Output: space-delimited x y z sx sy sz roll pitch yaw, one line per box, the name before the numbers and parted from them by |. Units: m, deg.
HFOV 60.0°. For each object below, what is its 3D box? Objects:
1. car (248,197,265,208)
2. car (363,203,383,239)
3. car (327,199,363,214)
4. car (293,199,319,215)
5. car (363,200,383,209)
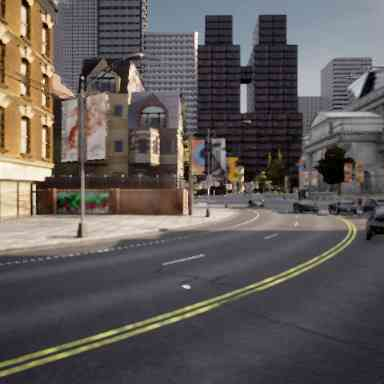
car | 9.243 1.519 48.011 2.128 1.511 4.902 0 0 2
car | 9.854 1.509 16.720 1.837 1.490 4.892 0 0 30
car | 15.566 1.502 34.696 2.128 1.511 4.902 0 0 8
car | 11.954 1.492 35.033 1.882 1.535 5.008 0 0 7
car | 19.096 1.556 34.137 2.033 1.411 5.357 0 0 7
